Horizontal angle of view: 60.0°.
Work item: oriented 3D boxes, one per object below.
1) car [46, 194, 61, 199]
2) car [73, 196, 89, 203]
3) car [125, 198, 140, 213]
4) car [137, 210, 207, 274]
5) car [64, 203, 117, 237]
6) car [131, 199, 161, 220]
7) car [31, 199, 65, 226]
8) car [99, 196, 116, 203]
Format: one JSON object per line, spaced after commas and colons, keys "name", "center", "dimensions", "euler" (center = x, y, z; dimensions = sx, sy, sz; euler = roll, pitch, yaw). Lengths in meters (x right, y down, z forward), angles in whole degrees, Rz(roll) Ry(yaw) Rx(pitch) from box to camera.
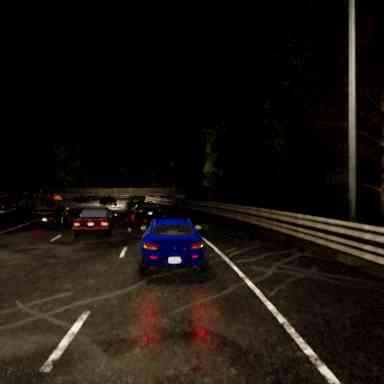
{"name": "car", "center": [-32.900, 1.310, 79.028], "dimensions": [4.553, 1.767, 2.097], "euler": [0, 0, 43]}
{"name": "car", "center": [-22.327, 1.470, 66.682], "dimensions": [2.128, 1.511, 4.902], "euler": [0, 0, -39]}
{"name": "car", "center": [-6.071, 1.442, 35.989], "dimensions": [2.128, 1.511, 4.902], "euler": [0, 0, -17]}
{"name": "car", "center": [-0.646, 1.508, 10.487], "dimensions": [1.812, 1.442, 4.674], "euler": [0, 0, -5]}
{"name": "car", "center": [-5.130, 1.530, 17.870], "dimensions": [2.033, 1.411, 5.357], "euler": [0, 0, -10]}
{"name": "car", "center": [-3.536, 1.525, 26.567], "dimensions": [1.994, 1.385, 4.181], "euler": [0, 0, -13]}
{"name": "car", "center": [-9.887, 1.492, 23.457], "dimensions": [1.837, 1.490, 4.892], "euler": [0, 0, -13]}
{"name": "car", "center": [-13.151, 1.447, 51.747], "dimensions": [1.837, 1.490, 4.892], "euler": [0, 0, -27]}
